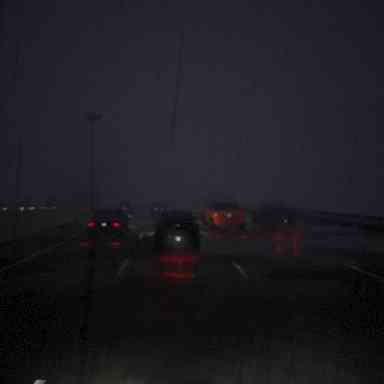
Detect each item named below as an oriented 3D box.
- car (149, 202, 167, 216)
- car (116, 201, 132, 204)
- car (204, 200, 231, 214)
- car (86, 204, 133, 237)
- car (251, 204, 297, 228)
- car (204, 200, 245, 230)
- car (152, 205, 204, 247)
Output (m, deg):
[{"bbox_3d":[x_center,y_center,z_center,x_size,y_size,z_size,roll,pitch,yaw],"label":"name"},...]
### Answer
[{"bbox_3d":[-3.339,1.711,34.105,2.033,1.411,5.357,0,0,-11],"label":"car"},{"bbox_3d":[-7.774,1.749,38.096,1.994,1.385,4.181,0,0,-13],"label":"car"},{"bbox_3d":[2.879,1.682,38.486,1.837,1.490,4.892,0,-1,-12],"label":"car"},{"bbox_3d":[-4.541,1.639,18.578,2.033,1.411,5.357,0,0,-6],"label":"car"},{"bbox_3d":[5.490,1.593,22.872,2.128,1.511,4.902,0,0,-7],"label":"car"},{"bbox_3d":[2.019,1.456,22.350,2.097,1.767,4.553,0,0,-7],"label":"car"},{"bbox_3d":[-0.746,1.578,15.375,1.837,1.490,4.892,0,0,-5],"label":"car"}]
